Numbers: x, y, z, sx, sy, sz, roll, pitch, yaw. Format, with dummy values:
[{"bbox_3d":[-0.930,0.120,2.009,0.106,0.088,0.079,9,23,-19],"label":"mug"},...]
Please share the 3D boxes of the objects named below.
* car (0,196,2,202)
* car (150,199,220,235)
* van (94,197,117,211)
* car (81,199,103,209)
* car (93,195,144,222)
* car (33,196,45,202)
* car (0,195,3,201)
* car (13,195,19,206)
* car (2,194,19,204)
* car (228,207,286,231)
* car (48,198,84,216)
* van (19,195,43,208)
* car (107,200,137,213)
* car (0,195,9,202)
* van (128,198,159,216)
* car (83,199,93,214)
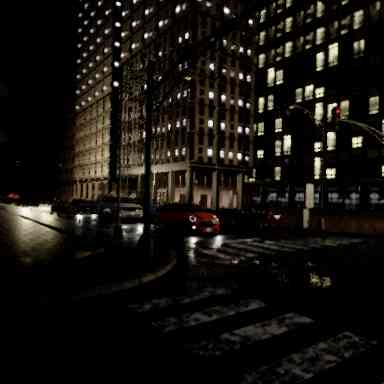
[{"bbox_3d":[-38.441,1.501,68.750,1.947,1.339,4.313,2,-1,-35],"label":"car"},{"bbox_3d":[-0.369,1.433,19.536,2.097,1.767,4.553,2,-1,-34],"label":"car"},{"bbox_3d":[-11.990,1.570,45.962,1.690,1.788,3.998,2,-1,-35],"label":"van"},{"bbox_3d":[-15.266,1.789,50.564,1.947,1.339,4.313,2,-1,-35],"label":"car"},{"bbox_3d":[-6.031,1.290,27.577,2.150,2.045,5.566,2,-1,-35],"label":"car"},{"bbox_3d":[-38.149,1.775,82.809,1.802,1.307,4.206,2,-1,-35],"label":"car"},{"bbox_3d":[-48.148,1.452,82.431,1.752,1.417,4.829,2,-1,-35],"label":"car"},{"bbox_3d":[-25.366,1.535,50.323,1.802,1.307,4.206,2,-1,-35],"label":"car"},{"bbox_3d":[-31.897,1.258,59.541,2.192,1.841,5.009,2,-1,-35],"label":"car"},{"bbox_3d":[4.352,1.705,22.926,1.967,1.590,4.097,2,-1,-35],"label":"car"},{"bbox_3d":[-12.290,1.528,31.897,2.008,1.369,4.403,2,-1,-35],"label":"car"},{"bbox_3d":[-22.090,1.299,45.720,1.690,1.788,3.998,2,-1,-35],"label":"van"},{"bbox_3d":[-8.727,1.786,41.351,2.008,1.369,4.403,2,-1,-35],"label":"car"},{"bbox_3d":[-41.709,1.482,73.356,2.008,1.369,4.403,2,-1,-35],"label":"car"},{"bbox_3d":[-5.453,1.583,36.748,1.690,1.788,3.998,2,-1,-35],"label":"van"},{"bbox_3d":[-11.975,1.560,35.941,1.837,1.490,4.892,2,-1,-35],"label":"car"}]
